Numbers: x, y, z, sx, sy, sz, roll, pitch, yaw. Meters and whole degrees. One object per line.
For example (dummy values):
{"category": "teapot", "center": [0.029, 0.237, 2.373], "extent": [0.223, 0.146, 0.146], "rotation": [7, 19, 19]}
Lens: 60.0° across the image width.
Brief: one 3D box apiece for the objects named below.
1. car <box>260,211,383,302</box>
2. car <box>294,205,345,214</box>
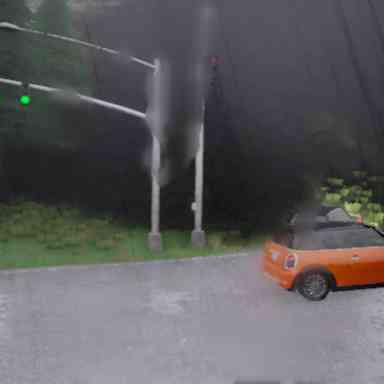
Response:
{"category": "car", "center": [4.216, 1.580, 8.846], "extent": [4.553, 1.767, 2.097], "rotation": [-3, 1, -9]}
{"category": "car", "center": [5.407, 1.336, 13.532], "extent": [2.097, 1.767, 4.553], "rotation": [5, 9, 41]}
